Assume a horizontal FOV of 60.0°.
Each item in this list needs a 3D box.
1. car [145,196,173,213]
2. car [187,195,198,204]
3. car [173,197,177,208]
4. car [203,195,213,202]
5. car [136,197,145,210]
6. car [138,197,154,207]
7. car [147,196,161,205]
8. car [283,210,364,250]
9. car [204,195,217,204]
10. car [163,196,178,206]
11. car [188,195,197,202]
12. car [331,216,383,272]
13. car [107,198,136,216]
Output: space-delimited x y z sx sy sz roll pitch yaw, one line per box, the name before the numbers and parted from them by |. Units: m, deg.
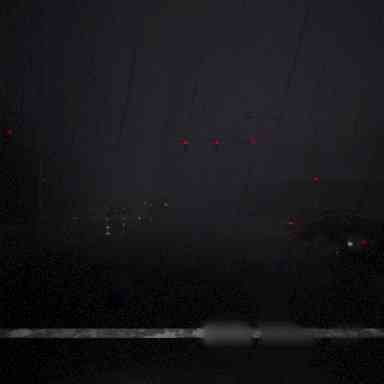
car | -3.560 1.352 37.045 2.097 1.767 4.553 0 0 0
car | 0.049 1.505 63.823 1.837 1.490 4.892 0 0 0
car | -3.559 1.564 45.614 1.994 1.385 4.181 0 0 0
car | 3.557 1.386 73.930 2.128 1.511 4.902 0 0 0
car | -7.061 1.478 42.245 1.882 1.535 5.008 0 0 0
car | -7.051 1.505 51.731 1.837 1.490 4.892 0 0 0
car | -7.015 1.491 62.140 2.128 1.511 4.902 0 0 0
car | 6.334 1.515 13.817 4.902 1.511 2.128 0 0 0
car | 3.549 1.352 63.791 2.097 1.767 4.553 0 0 0
car | -3.537 1.492 55.672 2.128 1.511 4.902 0 0 0
car | 0.057 1.413 73.933 1.994 1.385 4.181 0 0 0
car | 6.895 1.588 10.318 4.181 1.385 1.994 0 0 0
car | -7.069 1.526 32.951 1.812 1.442 4.674 0 0 0
